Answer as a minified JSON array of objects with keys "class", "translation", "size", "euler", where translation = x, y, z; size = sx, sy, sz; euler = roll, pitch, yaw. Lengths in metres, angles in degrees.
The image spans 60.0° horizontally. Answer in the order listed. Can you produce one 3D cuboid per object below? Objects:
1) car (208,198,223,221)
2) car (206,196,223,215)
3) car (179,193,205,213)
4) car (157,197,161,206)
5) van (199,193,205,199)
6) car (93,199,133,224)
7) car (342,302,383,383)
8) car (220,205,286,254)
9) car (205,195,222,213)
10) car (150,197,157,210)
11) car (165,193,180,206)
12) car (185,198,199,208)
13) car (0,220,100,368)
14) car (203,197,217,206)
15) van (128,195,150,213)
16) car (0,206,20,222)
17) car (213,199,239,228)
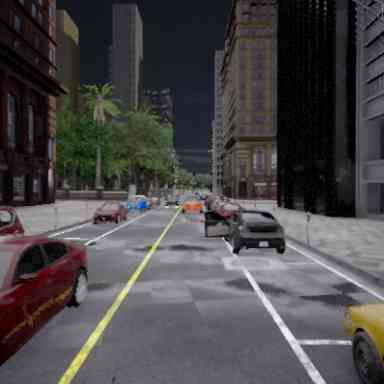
[{"class":"car","translation":[2.765,1.473,29.341],"size":[2.008,1.369,4.403],"euler":[0,0,0]},{"class":"car","translation":[2.767,1.434,34.936],"size":[1.752,1.417,4.829],"euler":[0,0,0]},{"class":"car","translation":[0.037,1.260,35.108],"size":[2.097,1.767,4.553],"euler":[0,0,1]},{"class":"car","translation":[-5.755,1.449,51.061],"size":[1.802,1.307,4.206],"euler":[0,0,0]},{"class":"van","translation":[2.779,1.077,93.739],"size":[1.690,1.788,3.998],"euler":[0,0,0]},{"class":"car","translation":[-5.761,1.481,23.930],"size":[1.887,1.381,4.507],"euler":[0,0,0]},{"class":"car","translation":[2.760,1.518,2.386],"size":[1.752,1.417,4.829],"euler":[0,0,0]},{"class":"car","translation":[2.357,1.467,13.341],"size":[1.837,1.490,4.892],"euler":[0,0,0]},{"class":"car","translation":[2.767,1.210,40.190],"size":[2.192,1.841,5.009],"euler":[0,0,0]},{"class":"car","translation":[-5.758,1.336,40.208],"size":[1.967,1.590,4.097],"euler":[0,0,0]},{"class":"car","translation":[-2.990,1.389,51.704],"size":[1.837,1.490,4.892],"euler":[0,0,0]},{"class":"car","translation":[0.041,1.478,47.193],"size":[1.895,1.301,4.718],"euler":[0,0,1]},{"class":"car","translation":[-3.099,1.463,5.060],"size":[1.882,1.535,5.008],"euler":[0,0,0]},{"class":"car","translation":[2.770,1.432,51.042],"size":[1.947,1.339,4.313],"euler":[0,0,0]},{"class":"van","translation":[-5.759,1.251,34.782],"size":[1.690,1.788,3.998],"euler":[0,0,0]},{"class":"car","translation":[-5.765,1.293,7.652],"size":[2.192,1.841,5.009],"euler":[0,0,0]},{"class":"car","translation":[2.763,1.480,23.916],"size":[1.887,1.381,4.507],"euler":[0,0,0]}]
